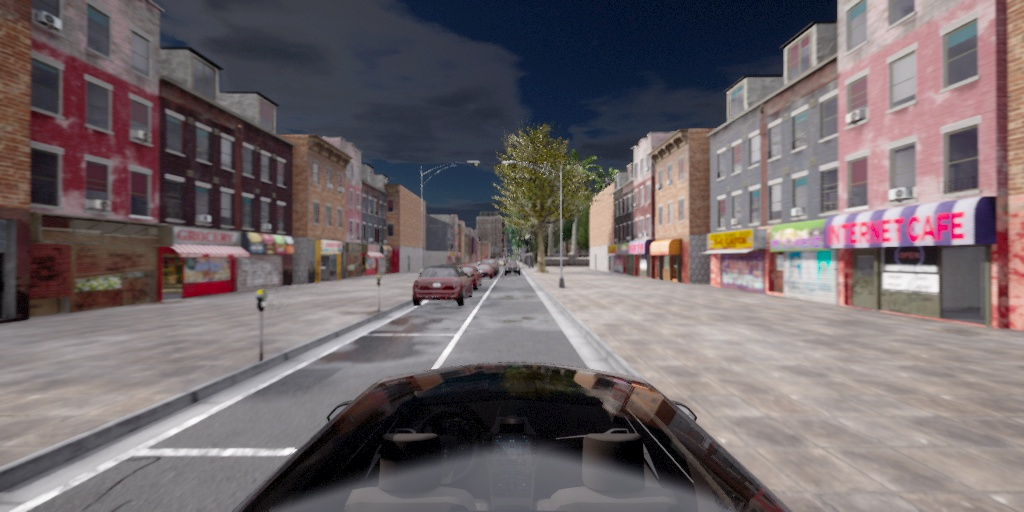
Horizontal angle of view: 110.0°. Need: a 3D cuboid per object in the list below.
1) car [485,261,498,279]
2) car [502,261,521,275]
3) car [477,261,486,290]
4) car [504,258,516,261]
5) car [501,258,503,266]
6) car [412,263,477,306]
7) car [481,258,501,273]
[{"bbox_3d":[-2.640,1.453,34.413,1.888,1.381,4.507,0,0,0],"label":"car"},{"bbox_3d":[0.084,1.550,42.736,1.895,1.301,4.718,0,0,0],"label":"car"},{"bbox_3d":[-3.016,1.332,23.415,1.882,1.535,5.008,0,0,0],"label":"car"},{"bbox_3d":[-0.004,1.523,60.777,1.882,1.535,5.008,0,0,0],"label":"car"},{"bbox_3d":[-2.640,1.279,45.636,2.192,1.841,5.009,0,0,0],"label":"car"},{"bbox_3d":[-2.989,1.173,16.386,2.097,1.767,4.553,0,0,0],"label":"car"},{"bbox_3d":[-2.640,1.250,40.024,2.192,1.841,5.009,0,0,0],"label":"car"}]
